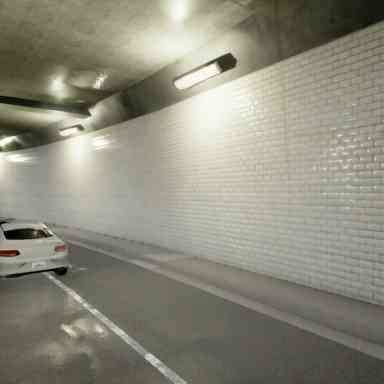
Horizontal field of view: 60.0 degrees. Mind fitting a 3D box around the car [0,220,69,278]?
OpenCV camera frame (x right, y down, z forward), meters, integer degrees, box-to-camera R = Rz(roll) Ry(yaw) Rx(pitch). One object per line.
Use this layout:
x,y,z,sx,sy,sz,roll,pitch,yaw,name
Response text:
-4.998,1.526,9.522,1.812,1.442,4.674,0,0,-39,car
